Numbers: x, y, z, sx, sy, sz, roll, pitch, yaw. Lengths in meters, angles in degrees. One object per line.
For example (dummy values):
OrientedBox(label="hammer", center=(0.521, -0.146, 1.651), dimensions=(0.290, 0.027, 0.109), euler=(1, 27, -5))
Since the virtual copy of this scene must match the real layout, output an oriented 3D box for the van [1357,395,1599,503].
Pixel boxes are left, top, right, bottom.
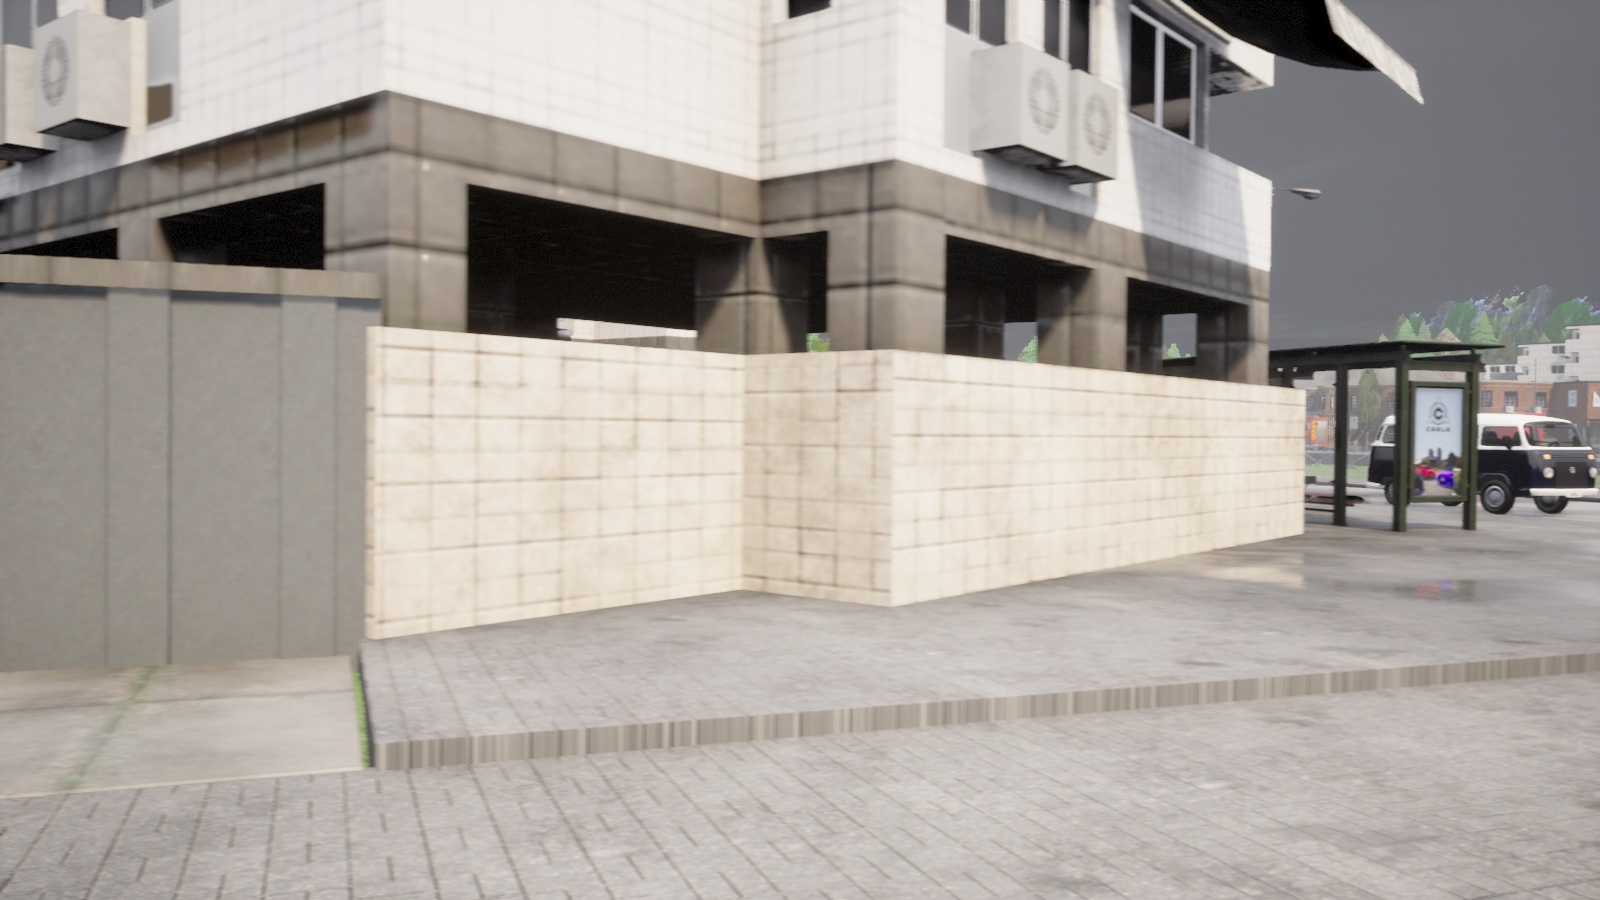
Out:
OrientedBox(label="van", center=(14.187, -0.060, 26.276), dimensions=(2.069, 2.038, 4.480), euler=(-1, 1, -21))
